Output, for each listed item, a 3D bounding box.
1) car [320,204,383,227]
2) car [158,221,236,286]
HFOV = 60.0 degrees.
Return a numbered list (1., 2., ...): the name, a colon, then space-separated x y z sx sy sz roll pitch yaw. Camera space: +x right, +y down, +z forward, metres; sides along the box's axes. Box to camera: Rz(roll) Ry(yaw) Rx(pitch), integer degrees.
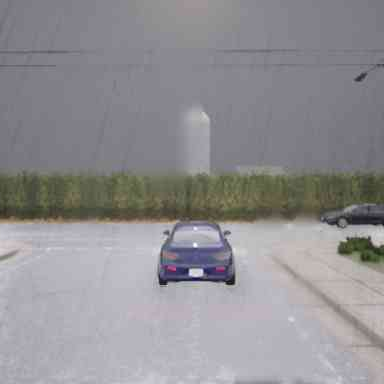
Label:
1. car: 10.888 1.527 21.627 4.892 1.490 1.837 0 0 1
2. car: 0.143 1.524 9.276 1.812 1.442 4.674 0 0 1
